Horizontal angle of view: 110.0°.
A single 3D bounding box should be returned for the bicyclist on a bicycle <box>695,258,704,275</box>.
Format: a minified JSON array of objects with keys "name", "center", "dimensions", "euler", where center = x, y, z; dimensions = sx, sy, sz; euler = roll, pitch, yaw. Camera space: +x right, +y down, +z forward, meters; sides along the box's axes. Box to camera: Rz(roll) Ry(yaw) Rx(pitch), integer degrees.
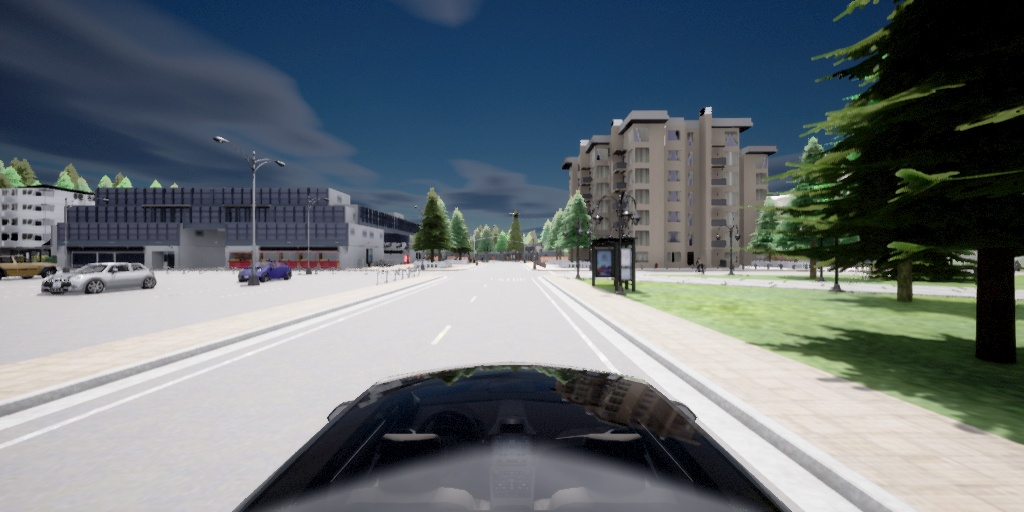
[{"name":"bicyclist on a bicycle","center":[18.286,1.010,35.057],"dimensions":[0.582,1.620,1.656],"euler":[0,0,1]}]
